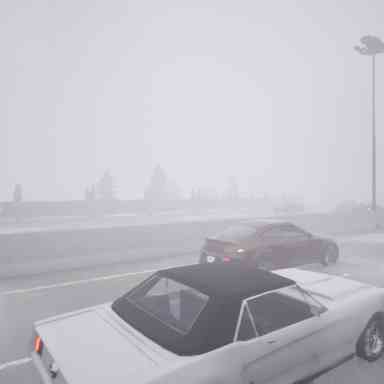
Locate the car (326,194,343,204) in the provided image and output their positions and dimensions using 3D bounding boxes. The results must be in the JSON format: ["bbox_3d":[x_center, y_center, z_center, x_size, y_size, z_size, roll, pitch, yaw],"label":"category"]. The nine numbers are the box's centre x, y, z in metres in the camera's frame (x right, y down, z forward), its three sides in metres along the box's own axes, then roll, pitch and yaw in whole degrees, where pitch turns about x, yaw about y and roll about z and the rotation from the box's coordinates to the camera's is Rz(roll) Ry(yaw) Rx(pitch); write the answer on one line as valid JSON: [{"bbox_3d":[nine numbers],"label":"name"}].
[{"bbox_3d":[30.146,1.482,71.269,2.150,2.045,5.566,0,0,15],"label":"car"}]

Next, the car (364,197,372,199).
[{"bbox_3d":[36.855,1.744,69.235,1.837,1.490,4.892,0,0,15],"label":"car"}]

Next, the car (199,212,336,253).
[{"bbox_3d":[2.348,1.526,9.726,4.674,1.442,1.812,0,0,-36],"label":"car"}]

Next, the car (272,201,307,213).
[{"bbox_3d":[10.328,1.639,35.219,1.895,1.301,4.718,0,0,42],"label":"car"}]

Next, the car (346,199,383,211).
[{"bbox_3d":[16.764,1.639,31.934,1.895,1.301,4.718,0,0,41],"label":"car"}]

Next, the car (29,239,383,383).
[{"bbox_3d":[0.667,1.601,4.224,4.718,1.301,1.895,0,0,-36],"label":"car"}]

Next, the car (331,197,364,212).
[{"bbox_3d":[18.797,1.614,39.960,2.033,1.411,5.357,0,0,36],"label":"car"}]
